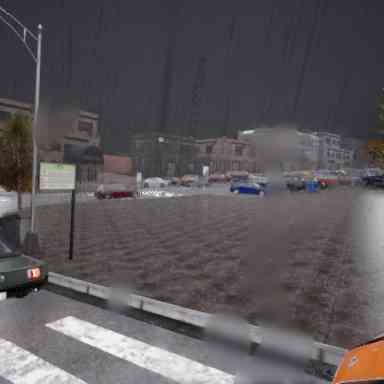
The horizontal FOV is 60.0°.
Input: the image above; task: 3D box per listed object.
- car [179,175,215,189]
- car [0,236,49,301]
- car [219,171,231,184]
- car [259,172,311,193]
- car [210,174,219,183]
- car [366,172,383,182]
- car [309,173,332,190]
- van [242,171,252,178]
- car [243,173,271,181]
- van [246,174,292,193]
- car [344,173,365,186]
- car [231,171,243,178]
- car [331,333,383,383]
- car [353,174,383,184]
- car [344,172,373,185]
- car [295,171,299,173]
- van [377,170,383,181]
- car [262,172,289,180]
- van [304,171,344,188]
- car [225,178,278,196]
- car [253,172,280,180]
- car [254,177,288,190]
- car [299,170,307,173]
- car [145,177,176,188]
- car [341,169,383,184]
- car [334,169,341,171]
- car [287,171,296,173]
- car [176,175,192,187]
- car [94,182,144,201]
[{"bbox_3d":[0.730,-1.289,48.626,4.181,1.385,1.994,-5,7,-38],"label":"car"},{"bbox_3d":[-5.238,1.568,7.257,4.718,1.301,1.895,1,1,36],"label":"car"},{"bbox_3d":[3.788,-2.399,57.871,4.553,1.767,2.185,2,6,30],"label":"car"},{"bbox_3d":[11.524,-1.027,42.066,5.566,2.045,2.435,4,7,32],"label":"car"},{"bbox_3d":[1.475,-2.058,56.033,4.792,1.488,2.163,2,6,30],"label":"car"},{"bbox_3d":[34.903,-2.666,60.794,5.366,1.575,1.946,4,7,31],"label":"car"},{"bbox_3d":[16.255,-1.274,45.762,4.553,1.767,2.185,4,7,32],"label":"car"},{"bbox_3d":[8.185,-2.879,61.697,4.442,1.987,1.878,2,6,30],"label":"van"},{"bbox_3d":[12.800,-3.024,65.400,5.008,1.535,2.097,2,5,30],"label":"car"},{"bbox_3d":[9.288,-0.809,40.161,4.442,1.987,1.878,4,7,32],"label":"van"},{"bbox_3d":[23.371,-1.704,51.293,4.892,1.521,2.231,4,7,31],"label":"car"},{"bbox_3d":[6.025,-2.464,59.788,5.008,1.535,2.097,2,5,30],"label":"car"},{"bbox_3d":[2.901,1.354,1.372,4.553,1.767,2.097,0,0,35],"label":"car"},{"bbox_3d":[30.420,-2.271,56.922,4.892,1.521,2.231,4,7,31],"label":"car"},{"bbox_3d":[25.746,-1.863,53.153,4.792,1.488,2.163,4,7,31],"label":"car"},{"bbox_3d":[19.592,-3.581,70.980,4.892,1.521,2.231,2,6,30],"label":"car"},{"bbox_3d":[37.481,-3.060,62.515,4.442,1.987,1.878,4,7,31],"label":"van"},{"bbox_3d":[17.322,-3.397,69.129,5.008,1.535,2.097,2,5,30],"label":"car"},{"bbox_3d":[18.747,-1.551,47.517,4.442,1.987,1.878,4,7,32],"label":"van"},{"bbox_3d":[6.821,-0.406,38.412,5.008,1.535,2.097,4,7,32],"label":"car"},{"bbox_3d":[15.091,-3.180,67.246,4.792,1.488,2.163,2,5,30],"label":"car"},{"bbox_3d":[11.150,-1.254,47.365,1.812,1.442,4.674,-4,6,-33],"label":"car"},{"bbox_3d":[21.856,-3.767,72.835,4.892,1.521,2.231,2,6,31],"label":"car"},{"bbox_3d":[-5.283,-1.482,50.367,4.674,1.452,2.002,2,5,30],"label":"car"},{"bbox_3d":[28.102,-2.331,54.997,5.566,2.045,2.435,4,7,31],"label":"car"},{"bbox_3d":[33.197,-4.658,82.107,5.008,1.535,2.097,2,6,31],"label":"car"},{"bbox_3d":[16.045,-2.473,59.802,4.892,1.490,1.837,-4,7,-39],"label":"car"},{"bbox_3d":[-2.996,-1.680,52.239,4.792,1.488,2.163,2,5,30],"label":"car"},{"bbox_3d":[-7.615,-0.145,34.169,4.553,1.767,2.097,-3,6,-40],"label":"car"}]
